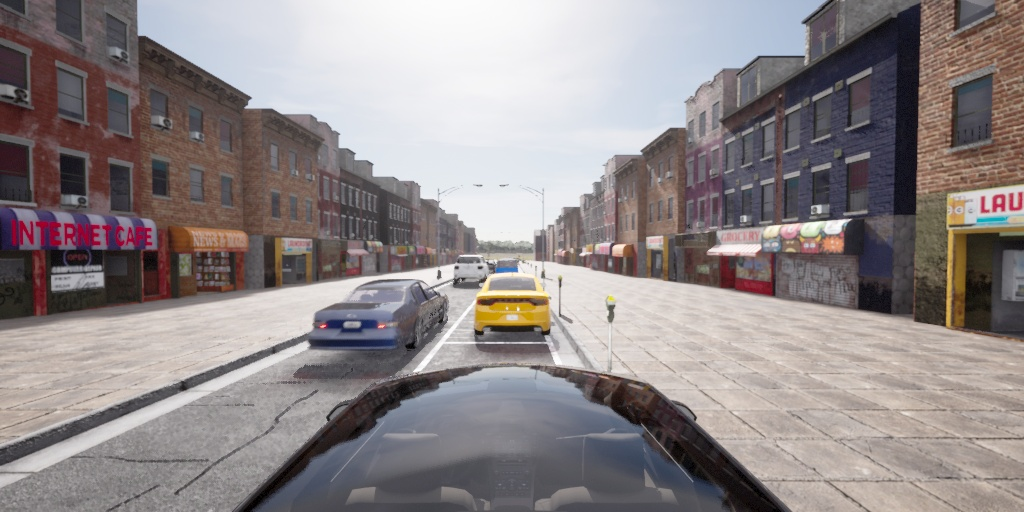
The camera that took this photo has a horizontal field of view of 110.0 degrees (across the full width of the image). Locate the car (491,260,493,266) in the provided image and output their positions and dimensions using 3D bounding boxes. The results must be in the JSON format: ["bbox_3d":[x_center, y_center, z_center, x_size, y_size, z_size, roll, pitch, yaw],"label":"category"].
[{"bbox_3d":[-2.834,1.224,44.032,2.128,1.511,4.902,0,0,0],"label":"car"}]

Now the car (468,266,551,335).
[{"bbox_3d":[0.015,1.224,10.498,1.882,1.535,5.008,0,0,0],"label":"car"}]

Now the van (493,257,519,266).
[{"bbox_3d":[-0.329,1.080,27.389,1.690,1.789,3.998,0,0,0],"label":"van"}]

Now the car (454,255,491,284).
[{"bbox_3d":[-2.978,0.959,26.839,2.150,2.045,5.566,0,0,0],"label":"car"}]

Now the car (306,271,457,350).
[{"bbox_3d":[-2.904,1.294,9.036,2.033,1.411,5.357,0,0,0],"label":"car"}]
